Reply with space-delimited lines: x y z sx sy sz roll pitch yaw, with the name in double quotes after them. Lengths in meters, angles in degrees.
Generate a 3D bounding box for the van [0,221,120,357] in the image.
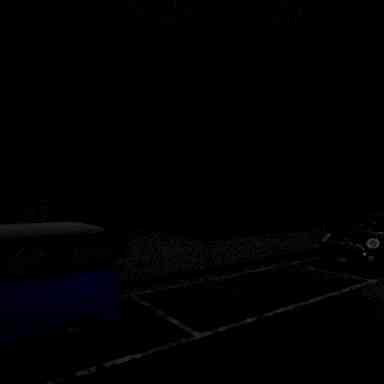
-2.976 1.341 4.412 3.998 1.788 1.690 0 0 -36 "van"

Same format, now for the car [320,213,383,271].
5.979 1.433 10.804 4.097 1.590 1.967 0 0 -36 "car"
